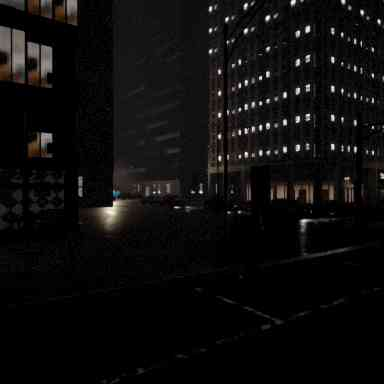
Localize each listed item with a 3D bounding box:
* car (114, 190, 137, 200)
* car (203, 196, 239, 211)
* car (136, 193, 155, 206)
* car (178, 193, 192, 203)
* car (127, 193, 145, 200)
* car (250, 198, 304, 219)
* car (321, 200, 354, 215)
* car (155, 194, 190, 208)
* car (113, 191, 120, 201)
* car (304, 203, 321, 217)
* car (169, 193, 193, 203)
[{"bbox_3d":[-13.276,0.786,65.991,1.882,1.535,5.008,0,1,-36],"label":"car"},{"bbox_3d":[3.173,1.189,36.479,2.128,1.511,4.902,0,1,-32],"label":"car"},{"bbox_3d":[-5.419,1.094,45.025,1.752,1.417,4.829,1,0,-33],"label":"car"},{"bbox_3d":[-2.437,1.058,45.189,1.882,1.535,5.008,0,1,-34],"label":"car"},{"bbox_3d":[-11.500,0.864,67.811,1.947,1.339,4.313,1,0,-36],"label":"car"},{"bbox_3d":[6.429,1.399,26.575,1.802,1.307,4.206,1,0,-32],"label":"car"},{"bbox_3d":[13.047,1.377,31.269,1.802,1.307,4.206,1,0,-32],"label":"car"},{"bbox_3d":[-2.469,1.212,40.529,1.802,1.307,4.206,1,0,-33],"label":"car"},{"bbox_3d":[-14.968,0.920,58.904,1.887,1.381,4.507,1,0,-35],"label":"car"},{"bbox_3d":[8.194,1.309,28.517,1.837,1.490,4.892,0,1,-32],"label":"car"},{"bbox_3d":[-1.852,0.926,54.365,1.967,1.590,4.097,1,0,-35],"label":"car"}]
